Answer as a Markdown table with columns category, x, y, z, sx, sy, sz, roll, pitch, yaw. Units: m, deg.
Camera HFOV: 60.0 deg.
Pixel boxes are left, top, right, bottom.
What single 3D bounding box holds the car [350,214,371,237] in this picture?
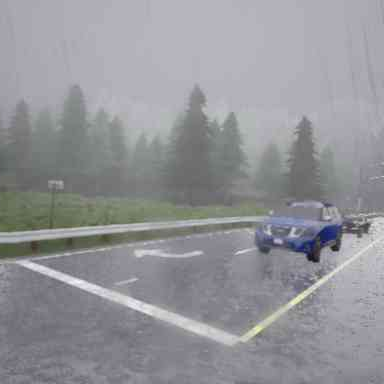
| category | x | y | z | sx | sy | sz | roll | pitch | yaw |
| --- | --- | --- | --- | --- | --- | --- | --- | --- | --- |
| car | 10.468 | 2.117 | 21.985 | 1.895 | 1.301 | 4.718 | 3 | 0 | 35 |

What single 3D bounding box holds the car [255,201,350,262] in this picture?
| category | x | y | z | sx | sy | sz | roll | pitch | yaw |
| --- | --- | --- | --- | --- | --- | --- | --- | --- | --- |
| car | 4.598 | 1.427 | 13.632 | 2.150 | 2.045 | 5.566 | 3 | 0 | 36 |
